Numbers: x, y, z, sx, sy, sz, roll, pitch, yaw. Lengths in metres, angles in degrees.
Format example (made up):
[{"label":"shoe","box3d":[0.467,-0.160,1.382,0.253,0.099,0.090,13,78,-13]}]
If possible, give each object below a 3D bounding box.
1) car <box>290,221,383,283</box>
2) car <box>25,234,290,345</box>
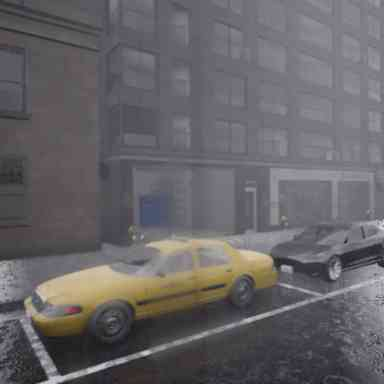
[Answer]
[{"label":"car","box3d":[4.165,1.551,9.629,4.313,1.339,1.947,0,-1,-35]},{"label":"car","box3d":[-0.456,1.520,6.335,4.829,1.417,1.752,0,-1,-35]}]
